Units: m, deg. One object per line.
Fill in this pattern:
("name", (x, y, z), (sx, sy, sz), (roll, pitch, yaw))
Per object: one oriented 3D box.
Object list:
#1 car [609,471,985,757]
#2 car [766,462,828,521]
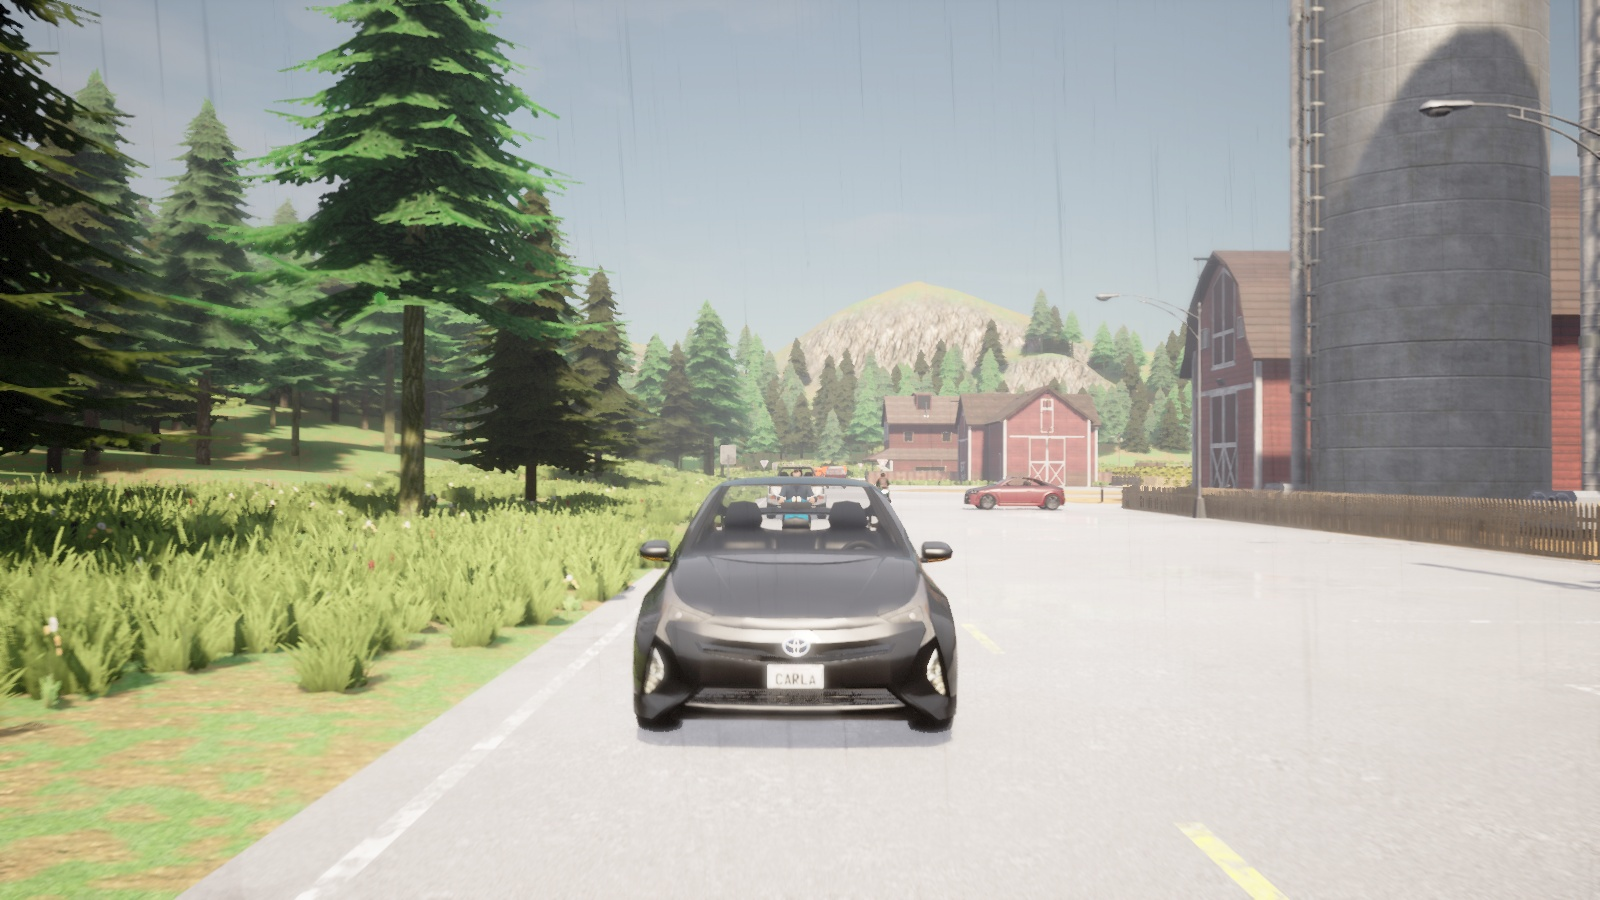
("car", (-0.022, 0.915, 8.986), (2.007, 1.525, 4.514), (0, -1, 0))
("car", (-0.103, 1.345, 41.890), (1.932, 1.855, 4.605), (0, -1, 0))
